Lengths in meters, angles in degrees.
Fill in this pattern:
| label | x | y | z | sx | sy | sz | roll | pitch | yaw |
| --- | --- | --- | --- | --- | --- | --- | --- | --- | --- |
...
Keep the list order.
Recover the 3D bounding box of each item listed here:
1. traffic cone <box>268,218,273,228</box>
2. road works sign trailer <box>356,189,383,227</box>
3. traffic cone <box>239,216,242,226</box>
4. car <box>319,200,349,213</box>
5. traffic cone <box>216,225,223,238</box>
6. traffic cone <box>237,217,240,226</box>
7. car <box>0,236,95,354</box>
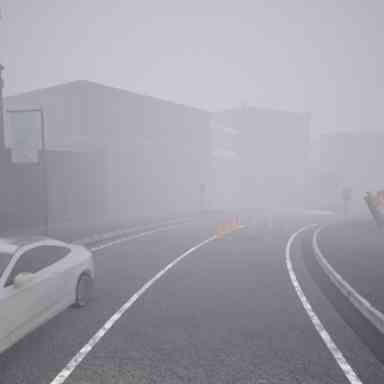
| label | x | y | z | sx | sy | sz | roll | pitch | yaw |
| --- | --- | --- | --- | --- | --- | --- | --- | --- | --- |
| traffic cone | 5.032 | 1.977 | 21.330 | 0.340 | 0.580 | 0.340 | 2 | 1 | 17 |
| road works sign trailer | 11.349 | 1.181 | 20.515 | 2.880 | 2.380 | 3.560 | -29 | -18 | 31 |
| traffic cone | 3.132 | 1.905 | 21.925 | 0.340 | 0.580 | 0.340 | 2 | 1 | 17 |
| car | 17.590 | 1.765 | 41.229 | 4.181 | 1.385 | 1.994 | 2 | 3 | -36 |
| traffic cone | 1.351 | 1.914 | 16.196 | 0.340 | 0.580 | 0.340 | 2 | 1 | 17 |
| traffic cone | 2.538 | 1.909 | 20.015 | 0.340 | 0.580 | 0.340 | 2 | 1 | 17 |
| car | -3.098 | 1.492 | 5.183 | 1.812 | 1.442 | 4.674 | 0 | 0 | 7 |
